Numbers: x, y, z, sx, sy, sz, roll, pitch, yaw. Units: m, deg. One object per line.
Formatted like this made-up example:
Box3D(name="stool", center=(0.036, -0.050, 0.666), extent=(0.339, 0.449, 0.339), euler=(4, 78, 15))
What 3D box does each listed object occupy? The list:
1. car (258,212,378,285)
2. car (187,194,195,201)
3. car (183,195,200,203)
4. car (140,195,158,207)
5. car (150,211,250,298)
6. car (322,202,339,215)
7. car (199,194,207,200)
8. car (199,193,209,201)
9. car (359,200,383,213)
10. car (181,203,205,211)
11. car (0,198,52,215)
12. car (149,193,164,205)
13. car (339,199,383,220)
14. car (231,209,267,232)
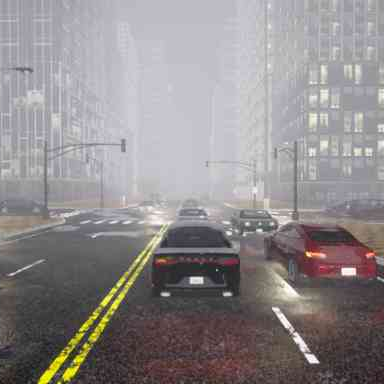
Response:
Box3D(name="car", center=(3.323, 1.521, 9.355), extent=(1.812, 1.442, 4.674), euler=(0, 0, 0))
Box3D(name="car", center=(-0.242, 1.396, 82.039), extent=(1.882, 1.535, 5.008), euler=(0, 0, 0))
Box3D(name="car", center=(-0.192, 1.533, 47.008), extent=(1.994, 1.385, 4.181), euler=(0, 0, 2))
Box3D(name="car", center=(-6.740, 1.528, 50.687), extent=(1.994, 1.385, 4.181), euler=(0, 0, 0))
Box3D(name="car", center=(0.071, 1.474, 8.591), extent=(1.882, 1.535, 5.008), euler=(0, 0, 0))
Box3D(name="car", center=(16.196, 1.637, 35.002), extent=(4.674, 1.442, 1.812), euler=(1, 1, 1))
Box3D(name="car", center=(2.984, 1.267, 90.381), extent=(2.128, 1.511, 4.902), euler=(0, 0, 0))
Box3D(name="car", center=(3.015, 1.143, 79.993), extent=(2.150, 2.045, 5.566), euler=(0, 0, 0))
Box3D(name="car", center=(21.699, 1.643, 37.516), extent=(4.829, 1.417, 1.752), euler=(1, 0, 1))
Box3D(name="car", center=(0.044, 1.538, 18.412), extent=(2.033, 1.411, 5.357), euler=(0, 0, 0))
Box3D(name="car", center=(-16.235, 1.376, 32.308), extent=(4.892, 1.490, 1.837), euler=(1, 1, -1))
Box3D(name="car", center=(-6.752, 1.175, 59.720), extent=(2.150, 2.045, 5.566), euler=(0, 0, 0))
Box3D(name="car", center=(16.115, 1.519, 29.213), extent=(5.009, 1.841, 2.192), euler=(1, 0, 1))
Box3D(name="car", center=(3.296, 1.591, 18.474), extent=(1.895, 1.301, 4.718), euler=(0, 0, 0))
